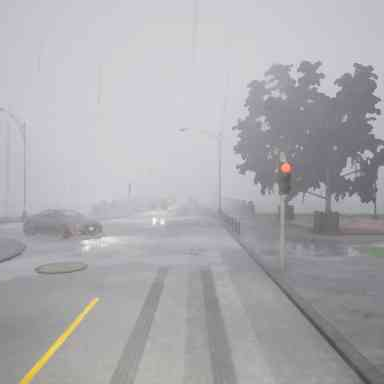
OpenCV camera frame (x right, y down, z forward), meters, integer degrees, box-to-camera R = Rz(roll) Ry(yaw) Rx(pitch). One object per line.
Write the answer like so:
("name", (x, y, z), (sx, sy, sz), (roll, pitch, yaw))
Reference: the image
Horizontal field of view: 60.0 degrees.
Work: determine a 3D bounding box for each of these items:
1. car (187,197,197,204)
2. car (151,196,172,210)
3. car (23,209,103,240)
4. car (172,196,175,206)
("car", (0.054, 1.547, 61.659), (2.033, 1.411, 5.357), (0, 0, 0))
("car", (-4.063, 1.491, 42.224), (2.128, 1.511, 4.902), (0, 0, 0))
("car", (-6.525, 1.564, 16.835), (4.181, 1.385, 1.994), (0, 0, 29))
("car", (-4.048, 1.477, 51.771), (1.882, 1.535, 5.008), (0, 0, 0))
